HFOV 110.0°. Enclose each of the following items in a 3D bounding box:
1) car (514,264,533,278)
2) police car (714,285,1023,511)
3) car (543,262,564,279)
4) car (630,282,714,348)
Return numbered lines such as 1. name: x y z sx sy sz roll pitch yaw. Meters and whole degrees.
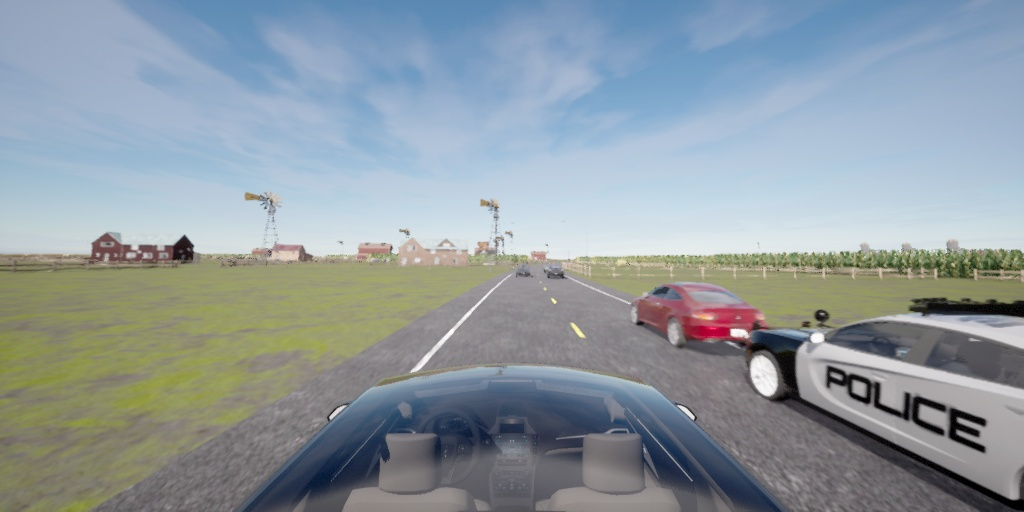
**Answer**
1. car: 1.347 1.700 41.305 1.837 1.490 4.892 0 -1 3
2. police car: 4.545 1.250 3.700 1.930 1.638 5.238 1 -1 1
3. car: 4.828 1.716 40.391 2.128 1.511 4.902 1 -1 3
4. car: 4.647 1.417 9.570 1.812 1.442 4.674 1 -1 1
